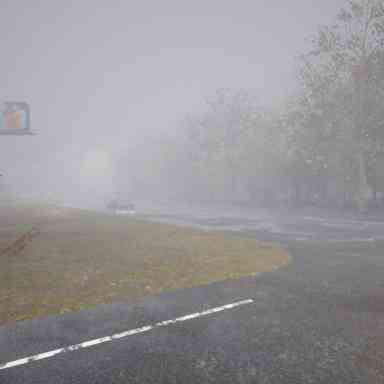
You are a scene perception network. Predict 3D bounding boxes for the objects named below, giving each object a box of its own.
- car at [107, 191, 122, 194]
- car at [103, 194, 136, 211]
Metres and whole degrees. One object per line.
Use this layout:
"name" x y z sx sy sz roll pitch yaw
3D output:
"car" -14.011 0.878 58.924 2.150 2.045 5.566 0 0 -34
"car" -8.293 1.329 38.132 2.033 1.411 5.357 0 0 -34
